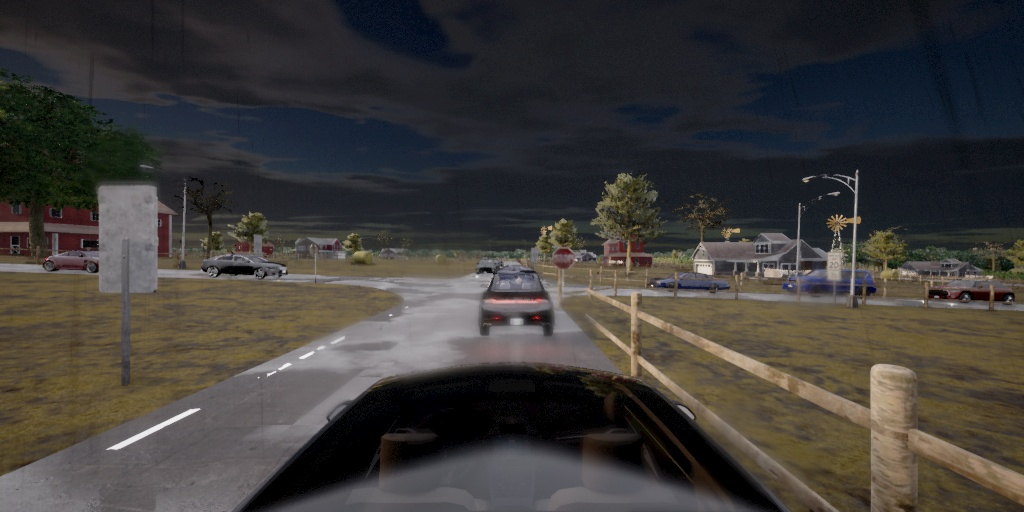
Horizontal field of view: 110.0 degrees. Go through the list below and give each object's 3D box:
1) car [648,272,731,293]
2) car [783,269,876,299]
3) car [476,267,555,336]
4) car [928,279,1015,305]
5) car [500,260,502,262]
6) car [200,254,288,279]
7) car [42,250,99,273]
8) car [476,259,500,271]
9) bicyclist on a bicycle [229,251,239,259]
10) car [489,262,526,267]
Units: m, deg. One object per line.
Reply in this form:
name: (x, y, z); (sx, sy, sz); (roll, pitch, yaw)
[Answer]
car: (12.783, 1.860, 25.972); (5.357, 1.411, 2.033); (2, 0, -1)
car: (22.970, 1.939, 26.007); (5.566, 2.045, 2.150); (2, 0, 0)
car: (0.111, 1.246, 10.383); (2.128, 1.511, 4.902); (0, 0, 0)
car: (33.060, 2.483, 25.996); (4.553, 1.767, 2.097); (2, 0, 0)
car: (-2.748, 1.304, 53.608); (1.837, 1.490, 4.892); (0, 0, 0)
car: (-17.100, 0.645, 23.068); (4.902, 1.511, 2.128); (2, 0, 0)
car: (-27.149, 0.345, 23.073); (4.181, 1.385, 1.994); (2, 0, 0)
car: (-2.792, 1.135, 39.688); (2.097, 1.767, 4.553); (0, 0, 0)
bicyclist on a bicycle: (-22.577, 0.419, 29.056); (0.582, 1.620, 1.656); (2, 0, 0)
car: (0.476, 1.391, 27.197); (1.994, 1.385, 4.181); (1, 1, -39)
